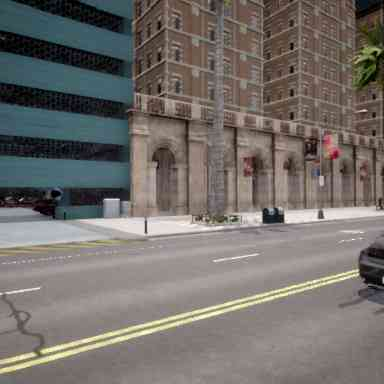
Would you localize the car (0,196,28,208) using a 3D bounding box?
[{"bbox_3d":[-22.829,1.463,45.067,4.718,1.301,1.895,0,0,-35],"label":"car"}]

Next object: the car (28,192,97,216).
[{"bbox_3d":[-11.474,1.029,30.439,5.566,2.045,2.435,0,0,-35],"label":"car"}]

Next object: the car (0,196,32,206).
[{"bbox_3d":[-29.183,1.413,54.781,4.786,1.482,2.161,0,0,-35],"label":"car"}]

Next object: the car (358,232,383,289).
[{"bbox_3d":[5.860,1.505,7.905,4.892,1.490,1.837,0,0,-35],"label":"car"}]
